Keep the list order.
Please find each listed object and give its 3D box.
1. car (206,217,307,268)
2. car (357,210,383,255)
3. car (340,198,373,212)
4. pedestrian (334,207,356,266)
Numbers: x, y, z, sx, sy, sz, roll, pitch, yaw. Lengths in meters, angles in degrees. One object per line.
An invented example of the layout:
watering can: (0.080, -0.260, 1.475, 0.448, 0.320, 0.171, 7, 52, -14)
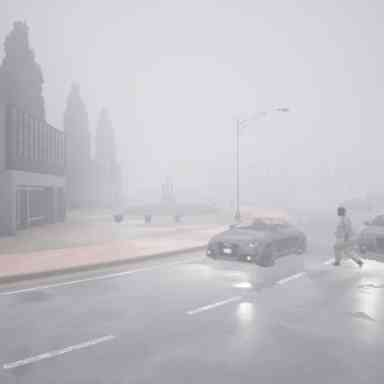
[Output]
car: (2.341, 1.564, 11.424, 1.994, 1.385, 4.181, 0, 0, 40)
car: (7.589, 1.564, 12.491, 1.994, 1.385, 4.181, 0, 0, 35)
car: (19.265, 1.491, 39.184, 2.128, 1.511, 4.902, 0, 0, -3)
pedestrian: (4.489, 1.294, 9.765, 0.375, 1.860, 0.375, 0, 0, 41)
